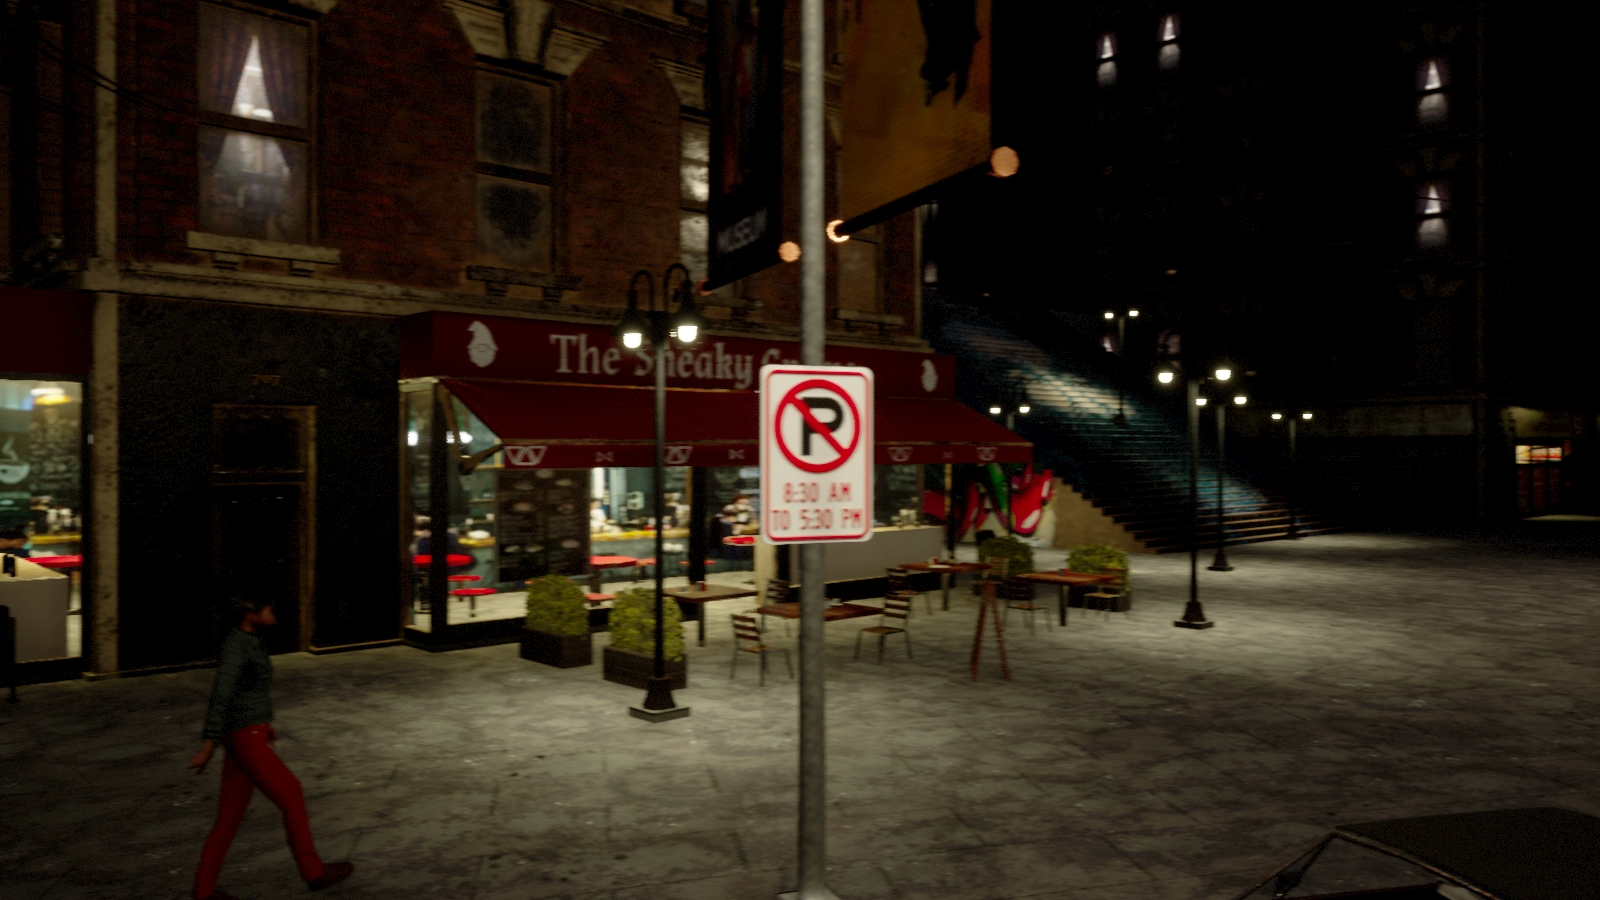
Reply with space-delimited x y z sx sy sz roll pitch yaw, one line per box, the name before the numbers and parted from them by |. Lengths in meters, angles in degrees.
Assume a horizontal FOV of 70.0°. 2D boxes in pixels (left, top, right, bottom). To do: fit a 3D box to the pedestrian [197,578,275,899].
pedestrian | -3.227 1.690 6.556 0.375 1.860 0.375 0 0 -22
